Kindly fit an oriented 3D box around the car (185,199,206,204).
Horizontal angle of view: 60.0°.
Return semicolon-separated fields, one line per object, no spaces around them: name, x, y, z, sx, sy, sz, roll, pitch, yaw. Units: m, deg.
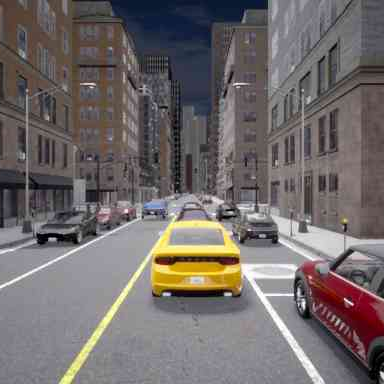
car;0.011;1.529;26.416;1.812;1.442;4.674;0;0;2

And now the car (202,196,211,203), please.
car;2.930;1.579;69.357;1.752;1.417;4.829;0;0;0

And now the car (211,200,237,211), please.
car;2.867;1.569;26.687;1.947;1.339;4.313;0;0;0

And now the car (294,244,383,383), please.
car;2.858;1.440;4.682;1.967;1.590;4.097;0;0;0

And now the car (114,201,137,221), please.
car;-5.658;1.443;26.691;1.967;1.590;4.097;0;0;0

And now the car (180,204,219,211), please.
car;0.114;1.565;17.605;1.994;1.385;4.181;0;0;0

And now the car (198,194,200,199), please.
car;2.942;1.615;74.595;2.008;1.369;4.403;0;0;0

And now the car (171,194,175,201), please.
car;-5.582;1.615;74.611;2.008;1.369;4.403;0;0;0

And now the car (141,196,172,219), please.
car;-2.988;1.287;27.464;1.882;1.535;5.008;0;0;0

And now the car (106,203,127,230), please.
car;-5.661;1.584;21.190;1.802;1.307;4.206;0;0;0

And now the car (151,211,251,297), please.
car;0.098;1.478;8.612;1.882;1.535;5.008;0;0;0

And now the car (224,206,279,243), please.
car;2.862;1.552;15.685;2.008;1.369;4.403;0;0;0

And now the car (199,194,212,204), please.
car;2.917;1.483;63.778;1.967;1.590;4.097;0;0;0

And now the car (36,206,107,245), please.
car;-5.663;1.567;15.688;1.947;1.339;4.313;0;0;0

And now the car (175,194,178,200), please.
car;-5.547;1.637;90.667;1.752;1.417;4.829;0;0;0
